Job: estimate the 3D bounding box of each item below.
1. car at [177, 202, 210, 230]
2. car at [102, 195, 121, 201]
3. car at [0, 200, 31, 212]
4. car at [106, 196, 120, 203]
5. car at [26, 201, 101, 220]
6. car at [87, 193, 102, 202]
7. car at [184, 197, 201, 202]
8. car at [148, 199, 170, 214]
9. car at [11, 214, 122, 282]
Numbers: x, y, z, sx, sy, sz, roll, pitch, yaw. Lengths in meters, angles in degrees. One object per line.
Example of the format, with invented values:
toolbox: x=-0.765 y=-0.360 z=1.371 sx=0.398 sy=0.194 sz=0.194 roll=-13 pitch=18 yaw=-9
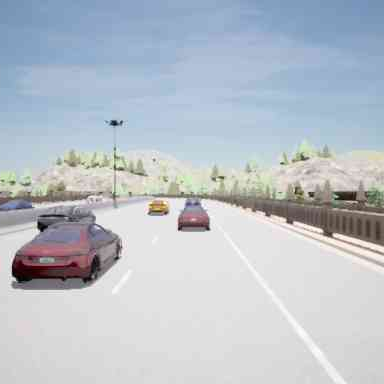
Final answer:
car: x=0.106 y=1.565 z=21.335 sx=1.994 sy=1.385 sz=4.181 roll=0 pitch=0 yaw=0
car: x=-14.019 y=1.381 z=59.363 sx=2.097 sy=1.767 sz=4.553 roll=0 pitch=0 yaw=1
car: x=-17.583 y=1.526 z=33.252 sx=1.812 sy=1.442 sz=4.674 roll=0 pitch=0 yaw=0
car: x=-17.479 y=1.618 z=73.628 sx=1.994 sy=1.385 sz=4.181 roll=0 pitch=0 yaw=0
car: x=-6.895 y=1.492 z=18.677 sx=2.128 sy=1.511 sz=4.902 roll=0 pitch=0 yaw=0
car: x=-20.979 y=1.285 z=71.932 sx=2.150 sy=2.045 sz=5.566 roll=0 pitch=0 yaw=0
car: x=0.112 y=1.358 z=42.158 sx=2.097 sy=1.767 sz=4.553 roll=0 pitch=0 yaw=0
car: x=-3.389 y=1.480 z=34.793 sx=1.882 sy=1.535 sz=5.008 roll=0 pitch=0 yaw=0
car: x=-3.397 y=1.564 z=9.783 sx=1.994 sy=1.385 sz=4.181 roll=0 pitch=0 yaw=0
